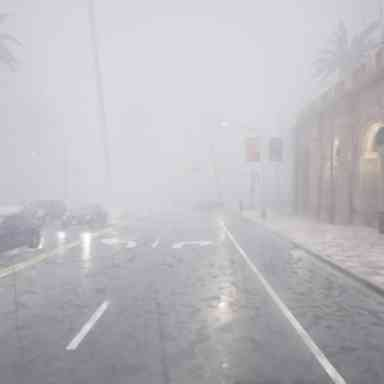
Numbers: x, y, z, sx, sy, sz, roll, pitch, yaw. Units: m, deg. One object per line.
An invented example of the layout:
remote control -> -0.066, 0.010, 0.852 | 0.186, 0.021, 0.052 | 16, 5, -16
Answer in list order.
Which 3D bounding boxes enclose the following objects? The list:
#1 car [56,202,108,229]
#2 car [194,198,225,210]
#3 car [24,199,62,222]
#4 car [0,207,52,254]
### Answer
car -> -6.765, 1.483, 21.588 | 1.812, 1.442, 4.674 | 0, 0, 1
car -> 2.395, 1.570, 44.484 | 2.033, 1.411, 5.357 | 0, 0, 34
car -> -10.241, 1.286, 22.826 | 2.097, 1.767, 4.553 | 0, 0, 1
car -> -6.966, 1.480, 11.701 | 1.812, 1.442, 4.674 | 0, 0, 1
